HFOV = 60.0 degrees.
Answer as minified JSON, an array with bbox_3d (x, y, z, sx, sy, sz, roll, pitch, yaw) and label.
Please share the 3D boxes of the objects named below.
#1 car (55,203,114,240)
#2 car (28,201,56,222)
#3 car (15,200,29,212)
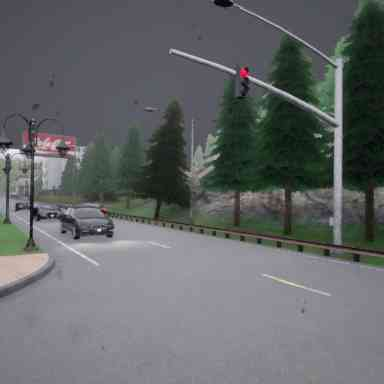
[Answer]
[{"bbox_3d":[-5.591,1.528,17.428,1.837,1.490,4.892,1,-1,-32],"label":"car"},{"bbox_3d":[-11.629,1.632,26.841,1.994,1.385,4.181,1,-1,-33],"label":"car"},{"bbox_3d":[-20.403,1.697,40.561,1.994,1.385,4.181,1,-1,-32],"label":"car"}]
